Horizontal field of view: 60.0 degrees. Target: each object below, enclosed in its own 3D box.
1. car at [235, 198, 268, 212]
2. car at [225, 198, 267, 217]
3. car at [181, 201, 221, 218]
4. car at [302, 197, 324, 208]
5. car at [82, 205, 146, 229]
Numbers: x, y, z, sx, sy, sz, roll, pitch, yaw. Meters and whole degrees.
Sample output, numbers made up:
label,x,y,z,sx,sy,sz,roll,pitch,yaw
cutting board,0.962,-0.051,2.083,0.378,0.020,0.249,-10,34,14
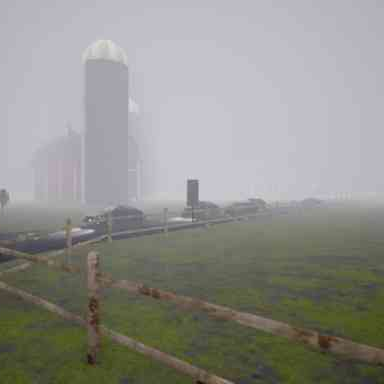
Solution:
label,x,y,z,sx,sy,sz,roll,pitch,yaw
car,6.873,1.434,38.080,1.837,1.490,4.892,1,0,36
car,5.026,1.505,30.477,2.033,1.411,5.357,1,0,35
car,0.824,1.504,29.660,1.994,1.385,4.181,1,0,36
car,17.391,1.483,47.747,2.033,1.411,5.357,1,0,36
car,-4.967,1.516,21.581,1.994,1.385,4.181,1,0,36
